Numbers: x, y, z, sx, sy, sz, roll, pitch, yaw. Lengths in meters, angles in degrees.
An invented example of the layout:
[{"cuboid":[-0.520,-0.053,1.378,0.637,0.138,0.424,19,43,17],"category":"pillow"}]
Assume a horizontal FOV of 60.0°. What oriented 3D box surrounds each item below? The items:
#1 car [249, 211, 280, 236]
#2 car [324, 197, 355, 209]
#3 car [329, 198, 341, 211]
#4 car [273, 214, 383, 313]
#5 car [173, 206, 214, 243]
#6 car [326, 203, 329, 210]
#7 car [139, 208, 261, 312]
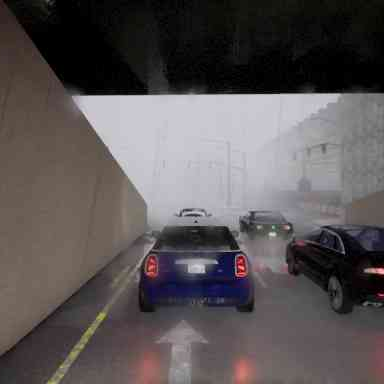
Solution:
[{"cuboid":[3.585,1.600,16.949,1.895,1.301,4.718,0,0,0],"category":"car"},{"cuboid":[17.540,1.294,39.376,1.853,1.218,4.536,0,0,45],"category":"car"},{"cuboid":[17.403,1.452,34.732,2.038,1.542,4.974,0,0,-35],"category":"car"},{"cuboid":[3.581,1.491,7.623,2.128,1.511,4.902,0,0,0],"category":"car"},{"cuboid":[0.063,1.525,16.940,1.812,1.442,4.674,0,0,0],"category":"car"},{"cuboid":[17.504,1.452,39.339,2.038,1.542,4.974,0,0,45],"category":"car"},{"cuboid":[0.081,1.352,7.888,2.097,1.767,4.553,0,0,0],"category":"car"}]
